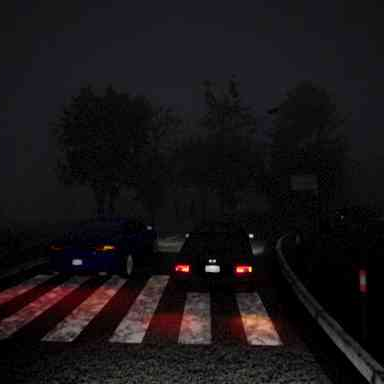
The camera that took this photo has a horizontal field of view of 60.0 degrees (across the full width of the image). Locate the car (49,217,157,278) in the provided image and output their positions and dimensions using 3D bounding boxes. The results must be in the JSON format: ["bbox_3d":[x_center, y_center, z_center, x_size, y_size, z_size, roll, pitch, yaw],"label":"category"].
[{"bbox_3d":[-2.393,1.505,10.266,1.882,1.535,5.008,-1,0,7],"label":"car"}]

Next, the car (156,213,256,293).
[{"bbox_3d":[0.699,1.537,8.968,2.033,1.411,5.357,-1,0,7],"label":"car"}]

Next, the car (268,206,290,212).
[{"bbox_3d":[18.957,3.884,72.563,4.892,1.490,1.837,-4,-6,41],"label":"car"}]

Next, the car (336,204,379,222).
[{"bbox_3d":[15.250,1.911,30.595,4.892,1.490,1.837,-1,-3,-33],"label":"car"}]
